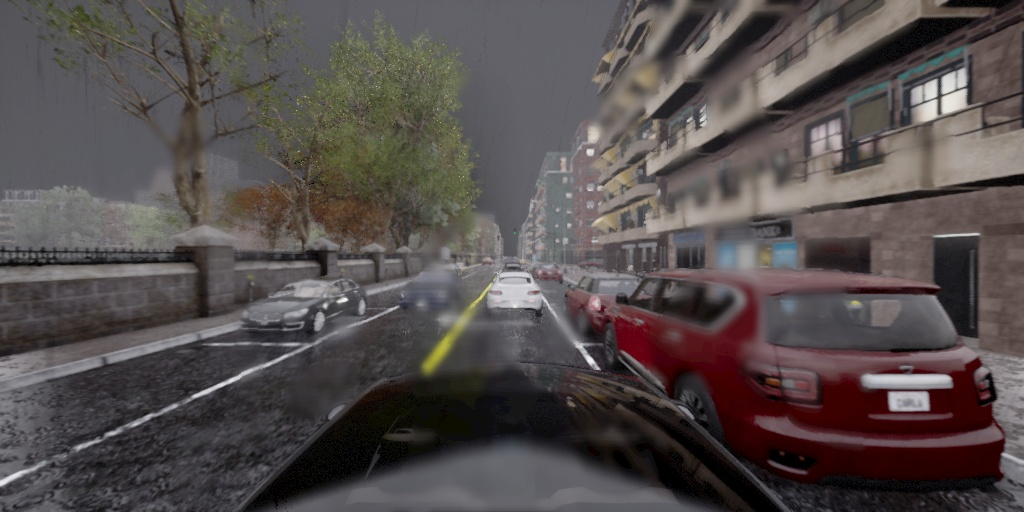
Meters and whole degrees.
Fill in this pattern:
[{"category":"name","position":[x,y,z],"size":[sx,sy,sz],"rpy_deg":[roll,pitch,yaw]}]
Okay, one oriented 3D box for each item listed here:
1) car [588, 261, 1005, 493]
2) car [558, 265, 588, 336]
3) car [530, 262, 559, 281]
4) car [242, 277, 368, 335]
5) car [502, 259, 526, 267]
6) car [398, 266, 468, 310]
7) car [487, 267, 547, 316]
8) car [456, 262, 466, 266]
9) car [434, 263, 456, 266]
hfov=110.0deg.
[{"category":"car","position":[2.691,1.068,4.816],"size":[2.192,1.841,5.009],"rpy_deg":[0,0,0]},{"category":"car","position":[2.690,1.198,10.447],"size":[1.967,1.591,4.097],"rpy_deg":[0,0,0]},{"category":"car","position":[2.686,1.219,27.337],"size":[1.967,1.591,4.097],"rpy_deg":[0,0,0]},{"category":"car","position":[-5.691,1.309,10.444],"size":[2.007,1.370,4.403],"rpy_deg":[0,0,0]},{"category":"car","position":[0.093,1.289,31.051],"size":[1.837,1.490,4.892],"rpy_deg":[0,0,0]},{"category":"car","position":[-3.102,1.311,15.061],"size":[2.033,1.411,5.357],"rpy_deg":[0,0,0]},{"category":"car","position":[0.094,1.287,13.314],"size":[1.812,1.442,4.674],"rpy_deg":[0,0,0]},{"category":"car","position":[-5.696,1.338,32.965],"size":[2.007,1.370,4.403],"rpy_deg":[0,0,0]},{"category":"car","position":[-5.695,1.304,27.164],"size":[1.751,1.417,4.829],"rpy_deg":[0,0,0]}]
